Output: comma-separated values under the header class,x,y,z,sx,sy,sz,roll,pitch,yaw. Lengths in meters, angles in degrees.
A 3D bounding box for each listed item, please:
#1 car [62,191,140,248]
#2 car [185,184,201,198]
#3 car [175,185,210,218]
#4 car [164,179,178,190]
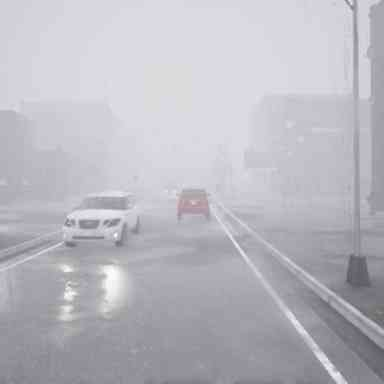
class,x,y,z,sx,sy,sz,roll,pitch,yaw
car,-3.599,1.023,14.274,2.150,2.045,5.566,0,2,0
car,0.099,-0.195,42.440,1.882,1.535,5.008,0,4,0
car,0.100,0.682,23.803,2.150,2.045,5.566,0,3,0
car,-3.553,-1.307,56.277,2.097,1.767,4.553,0,4,0
